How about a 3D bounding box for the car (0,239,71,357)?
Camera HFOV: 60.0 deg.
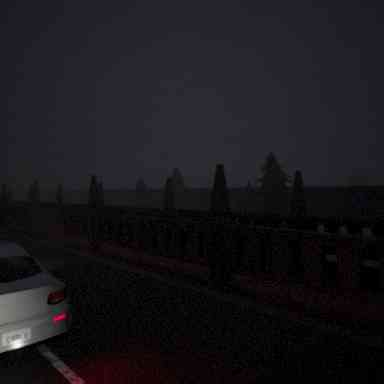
[{"bbox_3d":[-3.630,1.534,5.583,1.812,1.442,4.674,0,0,-43],"label":"car"}]
